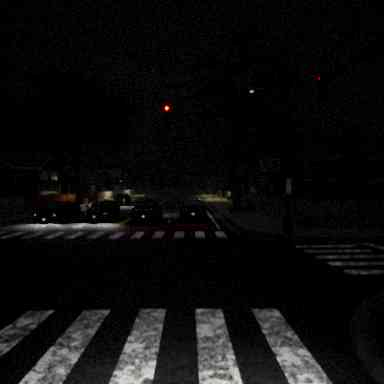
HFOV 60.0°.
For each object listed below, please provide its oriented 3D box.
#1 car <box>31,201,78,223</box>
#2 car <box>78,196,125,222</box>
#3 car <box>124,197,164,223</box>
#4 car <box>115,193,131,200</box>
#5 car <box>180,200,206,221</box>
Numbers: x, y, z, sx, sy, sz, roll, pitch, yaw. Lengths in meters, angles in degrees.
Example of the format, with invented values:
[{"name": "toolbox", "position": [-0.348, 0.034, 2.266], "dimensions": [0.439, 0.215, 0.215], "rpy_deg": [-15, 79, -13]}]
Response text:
[{"name": "car", "position": [-9.876, 1.415, 24.817], "dimensions": [2.033, 1.411, 5.357], "rpy_deg": [0, 0, 0]}, {"name": "car", "position": [-6.624, 1.368, 24.891], "dimensions": [1.837, 1.490, 4.892], "rpy_deg": [0, 2, 0]}, {"name": "car", "position": [-3.176, 1.363, 24.139], "dimensions": [2.128, 1.511, 4.902], "rpy_deg": [0, 0, 0]}, {"name": "car", "position": [-9.881, 0.972, 46.474], "dimensions": [2.097, 1.767, 4.553], "rpy_deg": [0, 1, 0]}, {"name": "car", "position": [0.073, 1.343, 25.379], "dimensions": [1.882, 1.535, 5.008], "rpy_deg": [0, 0, 0]}]
